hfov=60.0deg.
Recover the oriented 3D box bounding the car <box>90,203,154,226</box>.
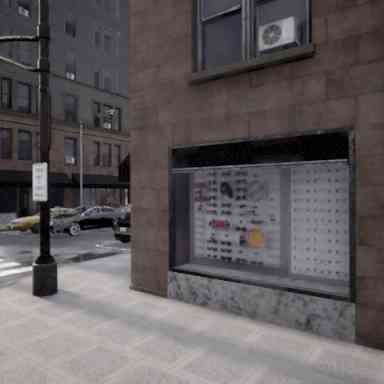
[{"bbox_3d":[-4.968,1.579,24.236,2.008,1.369,4.403,0,0,36],"label":"car"}]

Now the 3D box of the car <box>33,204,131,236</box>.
[{"bbox_3d":[-5.829,1.506,18.674,2.128,1.511,4.902,0,0,36],"label":"car"}]

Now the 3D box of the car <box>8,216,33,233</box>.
[{"bbox_3d":[-8.211,1.549,19.692,1.752,1.417,4.829,0,0,36],"label":"car"}]

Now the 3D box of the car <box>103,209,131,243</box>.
[{"bbox_3d":[-1.585,1.558,15.161,1.947,1.339,4.313,0,0,36],"label":"car"}]
